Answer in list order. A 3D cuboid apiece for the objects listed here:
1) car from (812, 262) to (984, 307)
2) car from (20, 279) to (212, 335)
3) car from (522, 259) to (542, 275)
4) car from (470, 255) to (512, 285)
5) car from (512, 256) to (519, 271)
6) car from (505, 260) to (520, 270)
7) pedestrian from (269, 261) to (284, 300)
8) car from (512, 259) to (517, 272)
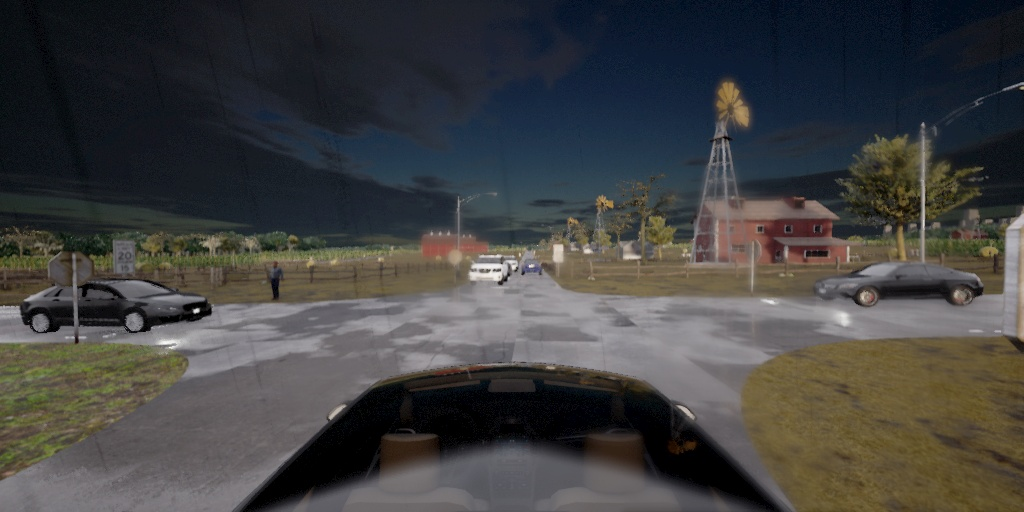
[{"bbox_3d":[13.424,0.945,12.637,4.674,1.442,1.812,-1,1,5],"label":"car"},{"bbox_3d":[-12.062,1.470,11.076,4.892,1.490,1.837,-1,1,3],"label":"car"},{"bbox_3d":[2.154,1.096,38.943,2.097,1.767,4.553,0,0,3],"label":"car"},{"bbox_3d":[-1.525,0.936,25.699,2.150,2.045,5.566,0,0,5],"label":"car"},{"bbox_3d":[-0.401,1.001,46.531,2.150,2.045,5.566,0,0,3],"label":"car"},{"bbox_3d":[0.138,1.341,56.521,2.128,1.511,4.902,0,0,3],"label":"car"},{"bbox_3d":[-11.234,1.149,17.009,0.375,1.860,0.375,0,2,3],"label":"pedestrian"},{"bbox_3d":[-0.940,1.280,36.065,2.033,1.411,5.357,0,0,3],"label":"car"}]
